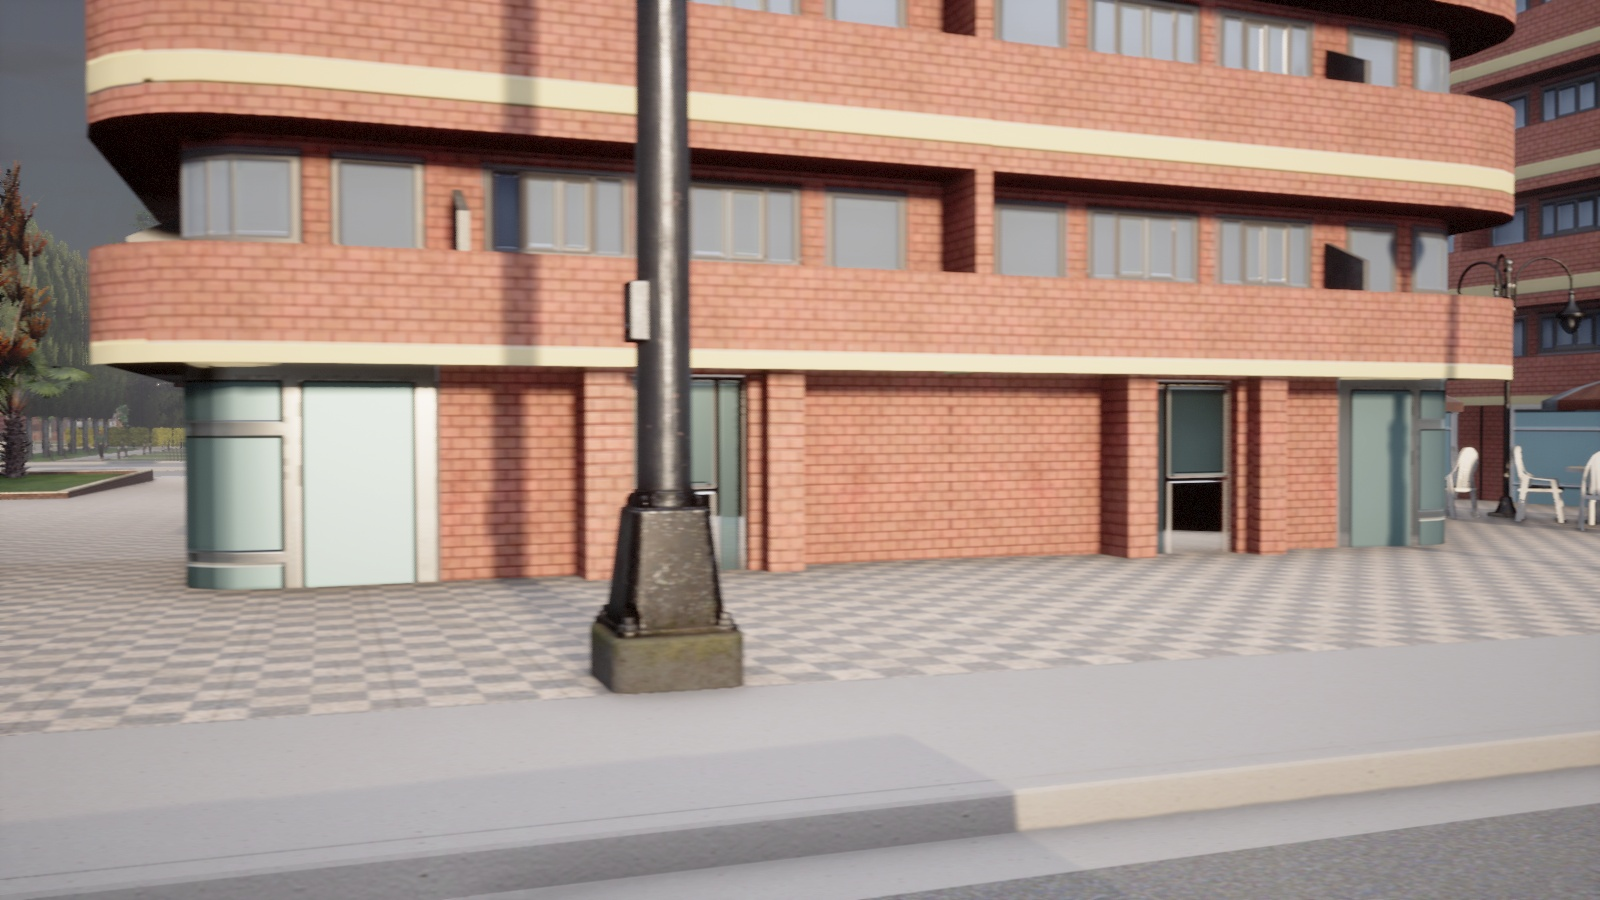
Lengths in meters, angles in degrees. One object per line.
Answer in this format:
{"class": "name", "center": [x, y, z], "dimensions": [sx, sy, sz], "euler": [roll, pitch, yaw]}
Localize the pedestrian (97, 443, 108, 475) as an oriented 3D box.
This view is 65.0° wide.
{"class": "pedestrian", "center": [-42.631, 0.561, 76.711], "dimensions": [0.423, 1.949, 0.788], "euler": [-2, 1, -20]}
